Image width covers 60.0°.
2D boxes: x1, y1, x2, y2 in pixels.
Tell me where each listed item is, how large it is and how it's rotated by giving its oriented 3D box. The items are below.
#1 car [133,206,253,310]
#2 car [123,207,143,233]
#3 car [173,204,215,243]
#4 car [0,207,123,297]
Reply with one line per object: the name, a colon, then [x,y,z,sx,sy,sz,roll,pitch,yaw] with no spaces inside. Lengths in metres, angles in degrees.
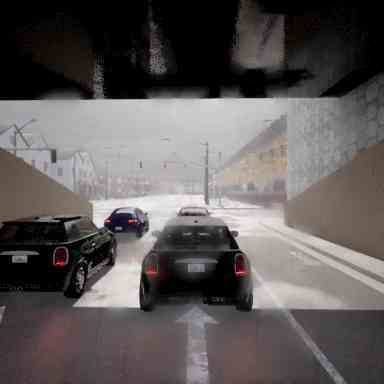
car: [0.080,1.352,7.955,2.097,1.767,4.553,0,0,0]
car: [-3.411,1.526,17.769,1.812,1.442,4.674,0,0,0]
car: [0.089,1.478,17.223,1.882,1.535,5.008,0,0,0]
car: [-3.414,1.352,8.718,2.097,1.767,4.553,0,0,0]
